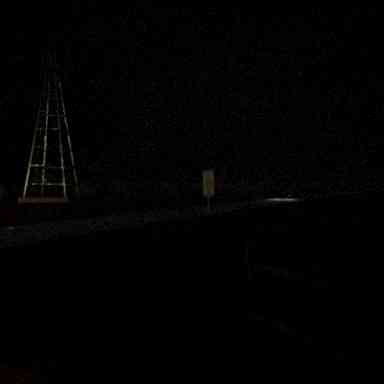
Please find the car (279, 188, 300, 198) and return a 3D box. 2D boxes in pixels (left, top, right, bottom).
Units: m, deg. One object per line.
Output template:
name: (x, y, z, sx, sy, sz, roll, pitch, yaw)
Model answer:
car: (14.547, 0.160, 49.564, 1.837, 1.490, 4.892, -1, 1, 36)
